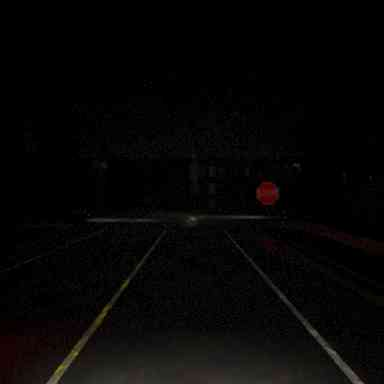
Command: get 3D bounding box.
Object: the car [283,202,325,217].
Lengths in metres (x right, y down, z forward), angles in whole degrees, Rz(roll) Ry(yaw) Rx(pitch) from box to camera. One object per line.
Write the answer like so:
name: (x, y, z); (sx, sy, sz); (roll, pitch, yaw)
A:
car: (11.575, 1.714, 33.153); (4.902, 1.511, 2.128); (0, 0, -3)

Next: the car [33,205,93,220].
car: (-11.309, 1.780, 29.415); (4.718, 1.301, 1.895); (0, 0, 4)
